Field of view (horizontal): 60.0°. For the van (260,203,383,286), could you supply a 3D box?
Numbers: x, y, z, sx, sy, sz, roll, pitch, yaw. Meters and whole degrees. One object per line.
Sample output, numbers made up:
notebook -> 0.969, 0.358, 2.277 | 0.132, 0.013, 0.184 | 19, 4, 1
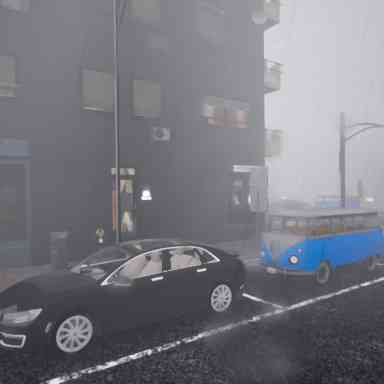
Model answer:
van -> 3.602, 1.339, 9.133 | 3.998, 1.788, 1.690 | 0, -1, -35

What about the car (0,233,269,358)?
car -> -0.960, 1.550, 5.883 | 4.403, 1.369, 2.008 | 0, -1, -35

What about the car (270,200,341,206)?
car -> 8.683, 1.546, 25.617 | 1.895, 1.301, 4.718 | -1, 1, -35

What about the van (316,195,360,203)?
van -> 12.849, 1.200, 29.763 | 1.690, 1.788, 3.998 | -1, 1, -35

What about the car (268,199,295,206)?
car -> 9.676, 1.399, 34.284 | 1.947, 1.339, 4.313 | -1, 1, -35
